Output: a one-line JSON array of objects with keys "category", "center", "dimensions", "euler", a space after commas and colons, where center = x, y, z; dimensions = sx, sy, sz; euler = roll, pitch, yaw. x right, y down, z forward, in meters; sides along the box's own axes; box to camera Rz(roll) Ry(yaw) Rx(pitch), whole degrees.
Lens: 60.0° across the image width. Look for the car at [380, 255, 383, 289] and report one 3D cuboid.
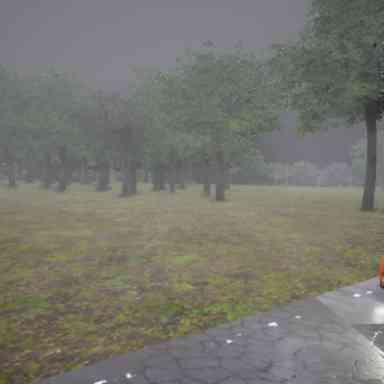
[{"category": "car", "center": [6.224, 1.341, 7.508], "dimensions": [4.553, 1.767, 2.097], "euler": [0, 0, -35]}]
